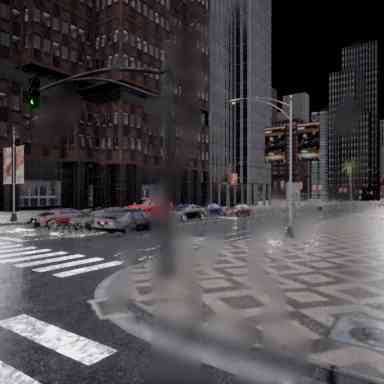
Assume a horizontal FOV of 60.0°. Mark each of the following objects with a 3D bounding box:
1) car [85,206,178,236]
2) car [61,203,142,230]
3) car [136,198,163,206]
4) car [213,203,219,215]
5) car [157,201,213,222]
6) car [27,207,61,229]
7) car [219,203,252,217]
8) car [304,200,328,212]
[{"bbox_3d":[-3.434,1.788,20.152,2.033,1.411,5.357,0,-1,35],"label":"car"},{"bbox_3d":[-5.975,1.748,22.536,1.837,1.490,4.892,0,-1,35],"label":"car"},{"bbox_3d":[-3.976,1.578,31.051,2.150,2.045,5.566,0,-1,35],"label":"car"},{"bbox_3d":[1.954,2.033,39.515,1.812,1.442,4.674,0,-1,35],"label":"car"},{"bbox_3d":[-0.501,1.873,30.346,2.128,1.511,4.902,0,-1,35],"label":"car"},{"bbox_3d":[-9.264,1.787,23.491,1.994,1.385,4.181,0,-1,36],"label":"car"},{"bbox_3d":[5.385,2.057,38.730,1.812,1.442,4.674,0,-1,35],"label":"car"},{"bbox_3d":[19.355,2.372,52.708,2.033,1.411,5.357,0,-1,35],"label":"car"}]
